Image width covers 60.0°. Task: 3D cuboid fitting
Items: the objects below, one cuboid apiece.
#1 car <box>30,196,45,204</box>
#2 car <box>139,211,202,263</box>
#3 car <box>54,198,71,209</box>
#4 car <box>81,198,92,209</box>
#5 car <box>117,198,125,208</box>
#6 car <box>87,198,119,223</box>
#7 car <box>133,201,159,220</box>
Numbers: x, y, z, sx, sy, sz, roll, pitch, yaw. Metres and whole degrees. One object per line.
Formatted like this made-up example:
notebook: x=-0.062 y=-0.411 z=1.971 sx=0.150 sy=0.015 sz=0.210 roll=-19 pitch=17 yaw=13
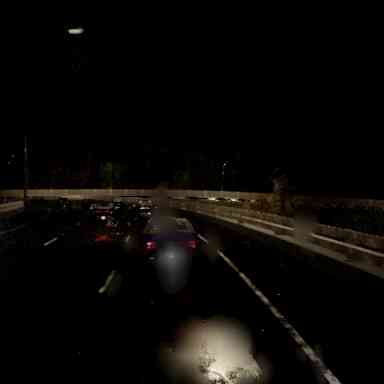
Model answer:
car: x=-30.616 y=1.615 z=66.064 sx=2.128 sy=1.511 sz=4.902 roll=0 pitch=0 yaw=-40
car: x=-0.855 y=1.598 z=12.042 sx=1.895 sy=1.301 sz=4.718 roll=0 pitch=0 yaw=-6
car: x=-17.622 y=1.553 z=45.405 sx=1.837 sy=1.490 sz=4.892 roll=0 pitch=0 yaw=-25
car: x=-14.427 y=1.559 z=46.830 sx=1.812 sy=1.442 sz=4.674 roll=0 pitch=0 yaw=-25
car: x=-10.913 y=1.583 z=47.512 sx=1.994 sy=1.385 sz=4.181 roll=0 pitch=0 yaw=-25
car: x=-6.767 y=1.520 z=25.534 sx=1.837 sy=1.490 sz=4.892 roll=0 pitch=0 yaw=-14
car: x=-3.978 y=1.492 z=28.697 sx=2.128 sy=1.511 sz=4.902 roll=0 pitch=0 yaw=-15
